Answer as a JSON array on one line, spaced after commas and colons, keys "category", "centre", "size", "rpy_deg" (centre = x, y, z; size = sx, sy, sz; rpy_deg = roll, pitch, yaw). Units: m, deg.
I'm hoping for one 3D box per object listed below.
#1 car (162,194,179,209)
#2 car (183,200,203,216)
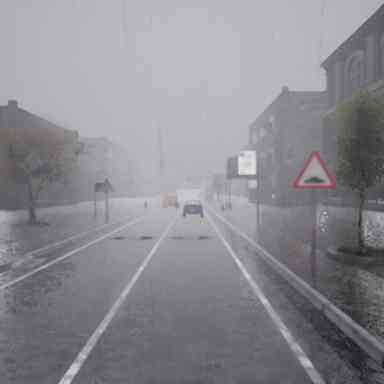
[{"category": "car", "centre": [-3.057, 1.350, 48.557], "size": [2.150, 2.045, 5.566], "rpy_deg": [0, 0, 0]}, {"category": "car", "centre": [0.107, 1.580, 33.390], "size": [1.882, 1.535, 5.008], "rpy_deg": [0, 0, 0]}]
